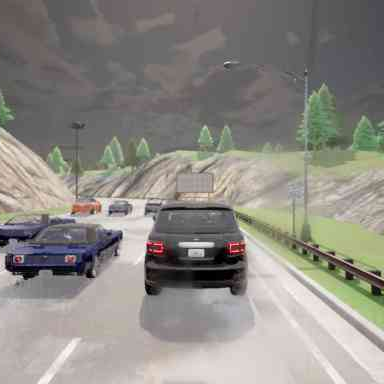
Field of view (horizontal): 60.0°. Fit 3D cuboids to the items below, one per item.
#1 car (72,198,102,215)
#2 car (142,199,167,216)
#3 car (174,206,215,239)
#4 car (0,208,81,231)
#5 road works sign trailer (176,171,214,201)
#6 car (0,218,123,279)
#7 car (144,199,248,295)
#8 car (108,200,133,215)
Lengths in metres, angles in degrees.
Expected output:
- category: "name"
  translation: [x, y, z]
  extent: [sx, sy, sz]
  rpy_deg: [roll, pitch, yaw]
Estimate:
- category: "car"
  translation: [-10.716, 1.351, 34.178]
  extent: [2.097, 1.767, 4.553]
  rpy_deg: [0, 0, -3]
- category: "car"
  translation: [-3.701, 1.492, 33.565]
  extent: [2.128, 1.511, 4.902]
  rpy_deg: [0, 0, -3]
- category: "car"
  translation: [0.109, 1.559, 18.066]
  extent: [1.994, 1.385, 4.181]
  rpy_deg: [0, 0, 0]
- category: "car"
  translation: [-6.918, 1.601, 15.111]
  extent: [1.895, 1.301, 4.718]
  rpy_deg: [0, 0, 0]
- category: "road works sign trailer"
  translation: [0.188, 0.464, 21.562]
  extent: [2.380, 3.560, 2.880]
  rpy_deg: [0, 0, 0]
- category: "car"
  translation: [-3.410, 1.600, 9.973]
  extent: [1.895, 1.301, 4.718]
  rpy_deg: [0, 0, 0]
- category: "car"
  translation: [0.088, 1.221, 8.840]
  extent: [2.150, 2.045, 5.566]
  rpy_deg: [0, 0, 0]
- category: "car"
  translation: [-7.194, 1.547, 33.695]
  extent: [2.033, 1.411, 5.357]
  rpy_deg: [0, 0, -3]
